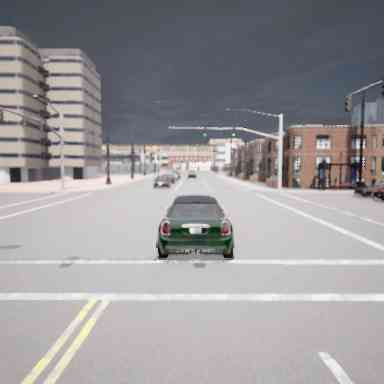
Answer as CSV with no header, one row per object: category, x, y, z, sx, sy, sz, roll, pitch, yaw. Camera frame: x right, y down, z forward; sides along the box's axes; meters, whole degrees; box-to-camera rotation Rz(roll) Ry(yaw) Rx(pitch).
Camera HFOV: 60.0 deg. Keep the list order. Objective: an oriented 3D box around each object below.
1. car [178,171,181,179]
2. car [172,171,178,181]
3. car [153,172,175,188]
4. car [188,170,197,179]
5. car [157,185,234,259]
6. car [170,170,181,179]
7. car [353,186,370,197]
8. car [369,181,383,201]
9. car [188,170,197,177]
car,-3.487,-2.713,59.422,1.812,1.442,4.674,0,4,1
car,-3.560,-2.039,50.055,1.882,1.535,5.008,0,4,0
car,-3.596,-1.299,40.641,2.128,1.511,4.902,0,4,1
car,0.029,-3.612,71.986,1.895,1.301,4.718,0,4,0
car,0.101,0.861,10.831,2.097,1.767,4.553,0,4,0
car,-3.472,-3.666,69.565,2.097,1.767,4.553,0,4,0
car,16.332,-0.227,27.466,5.357,1.411,2.033,0,4,0
car,15.991,-0.027,23.964,5.008,1.535,1.882,0,4,0
car,0.033,-4.625,82.003,2.097,1.767,4.553,0,4,0
